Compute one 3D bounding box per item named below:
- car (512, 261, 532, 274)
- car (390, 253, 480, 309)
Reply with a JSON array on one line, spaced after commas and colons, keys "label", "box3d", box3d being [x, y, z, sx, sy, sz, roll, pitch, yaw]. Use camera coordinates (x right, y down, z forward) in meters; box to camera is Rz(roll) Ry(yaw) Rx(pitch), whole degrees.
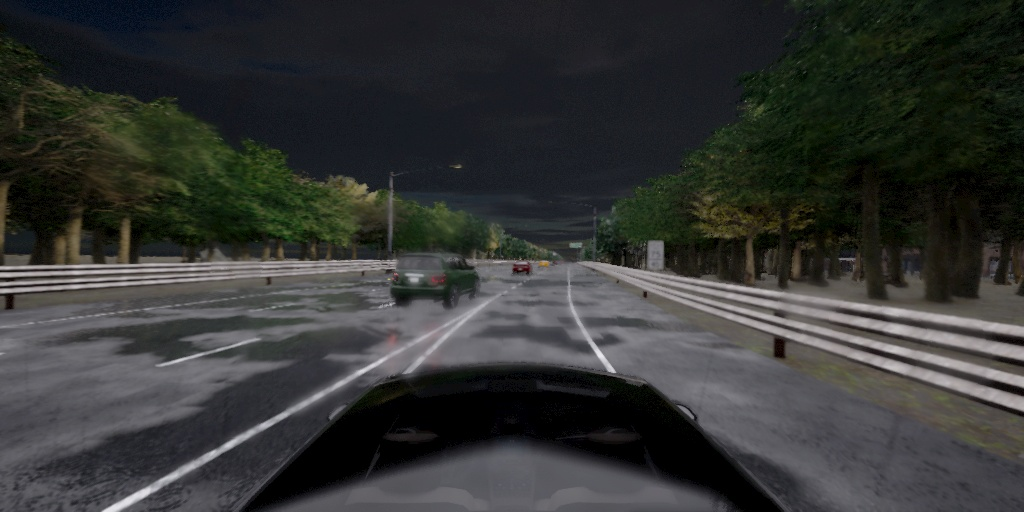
[{"label": "car", "box3d": [1.270, 1.279, 41.619, 1.882, 1.535, 5.008, 1, 0, 9]}, {"label": "car", "box3d": [-2.911, 0.919, 14.833, 2.150, 2.045, 5.566, 1, 0, 9]}]
